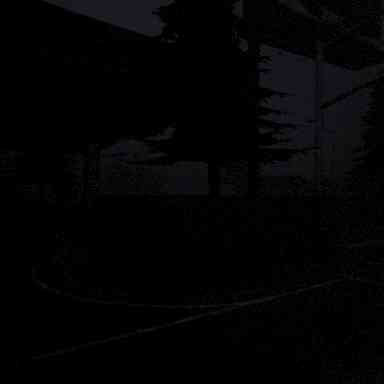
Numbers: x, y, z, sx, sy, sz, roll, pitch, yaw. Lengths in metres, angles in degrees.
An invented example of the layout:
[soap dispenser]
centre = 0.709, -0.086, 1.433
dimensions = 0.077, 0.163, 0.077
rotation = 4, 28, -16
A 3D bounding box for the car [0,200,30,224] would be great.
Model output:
[car]
centre = -13.258, 1.338, 22.560
dimensions = 3.866, 1.878, 1.905
rotation = 1, 0, -36
